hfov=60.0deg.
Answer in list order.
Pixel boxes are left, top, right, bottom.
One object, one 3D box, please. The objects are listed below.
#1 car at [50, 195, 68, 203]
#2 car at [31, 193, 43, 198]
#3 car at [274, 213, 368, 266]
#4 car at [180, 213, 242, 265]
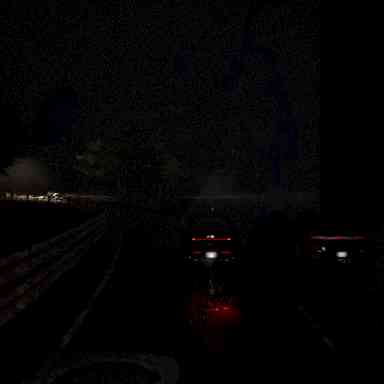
[{"bbox_3d":[-24.320,1.172,60.199,2.033,1.411,5.357,-1,1,-44],"label":"car"},{"bbox_3d":[-31.452,0.894,68.122,1.994,1.385,4.181,-1,1,-37],"label":"car"},{"bbox_3d":[4.121,1.459,11.368,2.128,1.511,4.902,0,0,2],"label":"car"},{"bbox_3d":[0.626,1.488,11.655,1.837,1.490,4.892,0,0,2],"label":"car"}]
